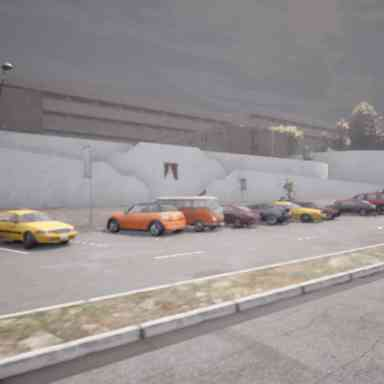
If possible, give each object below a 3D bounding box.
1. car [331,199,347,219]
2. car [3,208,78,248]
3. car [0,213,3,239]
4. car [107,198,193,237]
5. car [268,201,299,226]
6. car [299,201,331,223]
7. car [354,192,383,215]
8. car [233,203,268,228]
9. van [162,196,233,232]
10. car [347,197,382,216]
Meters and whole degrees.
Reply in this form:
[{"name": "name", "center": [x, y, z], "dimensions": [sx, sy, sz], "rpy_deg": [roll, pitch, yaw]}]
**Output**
[{"name": "car", "center": [9.564, 1.460, 27.072], "dimensions": [4.792, 1.488, 2.163], "rpy_deg": [-1, -1, 35]}, {"name": "car", "center": [-7.327, 1.493, 14.866], "dimensions": [5.366, 1.575, 1.946], "rpy_deg": [-1, -1, 35]}, {"name": "car", "center": [-9.937, 1.524, 13.253], "dimensions": [4.792, 1.488, 2.163], "rpy_deg": [-1, -1, 35]}, {"name": "car", "center": [-2.598, 1.374, 18.413], "dimensions": [4.553, 1.767, 2.185], "rpy_deg": [-1, -1, 35]}, {"name": "car", "center": [4.648, 1.505, 23.637], "dimensions": [4.792, 1.488, 2.163], "rpy_deg": [-1, 0, 35]}, {"name": "car", "center": [7.263, 1.448, 25.256], "dimensions": [5.366, 1.575, 1.946], "rpy_deg": [-1, -1, 35]}, {"name": "car", "center": [16.800, 1.084, 32.294], "dimensions": [5.566, 2.045, 2.435], "rpy_deg": [-1, 0, 35]}, {"name": "car", "center": [2.245, 1.526, 21.888], "dimensions": [4.674, 1.452, 2.002], "rpy_deg": [-1, 0, 35]}, {"name": "van", "center": [-0.087, 1.270, 20.105], "dimensions": [4.442, 1.987, 1.878], "rpy_deg": [-1, -1, 35]}, {"name": "car", "center": [14.403, 1.410, 30.546], "dimensions": [4.674, 1.452, 2.002], "rpy_deg": [-1, 0, 35]}]
